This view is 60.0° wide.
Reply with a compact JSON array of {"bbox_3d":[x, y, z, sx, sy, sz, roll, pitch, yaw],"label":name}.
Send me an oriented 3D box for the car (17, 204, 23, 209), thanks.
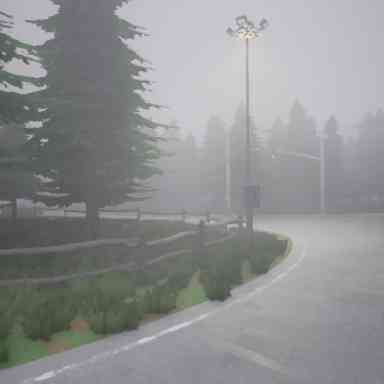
[{"bbox_3d":[-17.640,1.943,34.841,4.718,1.301,1.895,-1,0,29],"label":"car"}]
